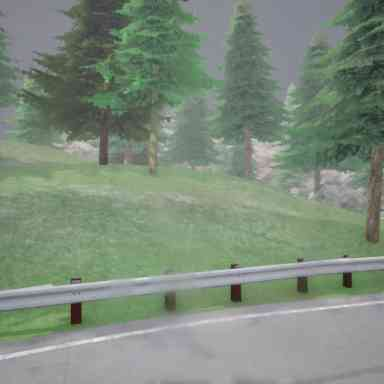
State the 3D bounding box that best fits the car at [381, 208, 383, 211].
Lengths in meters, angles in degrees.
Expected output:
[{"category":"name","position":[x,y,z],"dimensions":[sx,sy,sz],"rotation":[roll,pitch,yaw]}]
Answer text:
[{"category":"car","position":[16.132,1.569,32.471],"dimensions":[2.033,1.411,5.357],"rotation":[0,0,-15]}]
